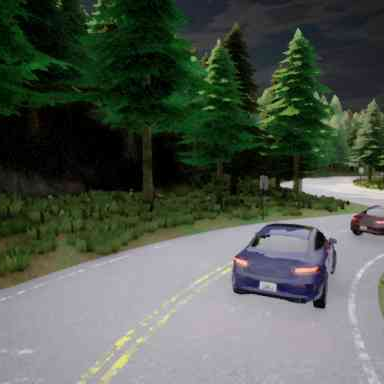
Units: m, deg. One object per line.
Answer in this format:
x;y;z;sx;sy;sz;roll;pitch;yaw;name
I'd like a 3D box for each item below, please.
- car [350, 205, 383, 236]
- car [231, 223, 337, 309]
9.263;1.334;15.518;4.674;1.442;1.812;-1;5;-34;car
2.357;1.485;7.971;1.812;1.442;4.674;2;2;26;car
